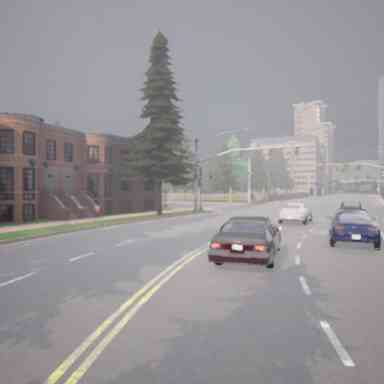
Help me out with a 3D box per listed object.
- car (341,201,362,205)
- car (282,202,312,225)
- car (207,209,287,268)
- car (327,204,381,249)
[{"bbox_3d":[11.598,1.431,24.210,2.128,1.511,4.902,0,0,26],"label":"car"},{"bbox_3d":[7.310,1.449,23.459,1.812,1.442,4.674,0,0,26],"label":"car"},{"bbox_3d":[1.947,1.503,11.194,2.033,1.411,5.357,0,0,18],"label":"car"},{"bbox_3d":[6.927,1.489,14.425,1.812,1.442,4.674,0,0,22],"label":"car"}]
